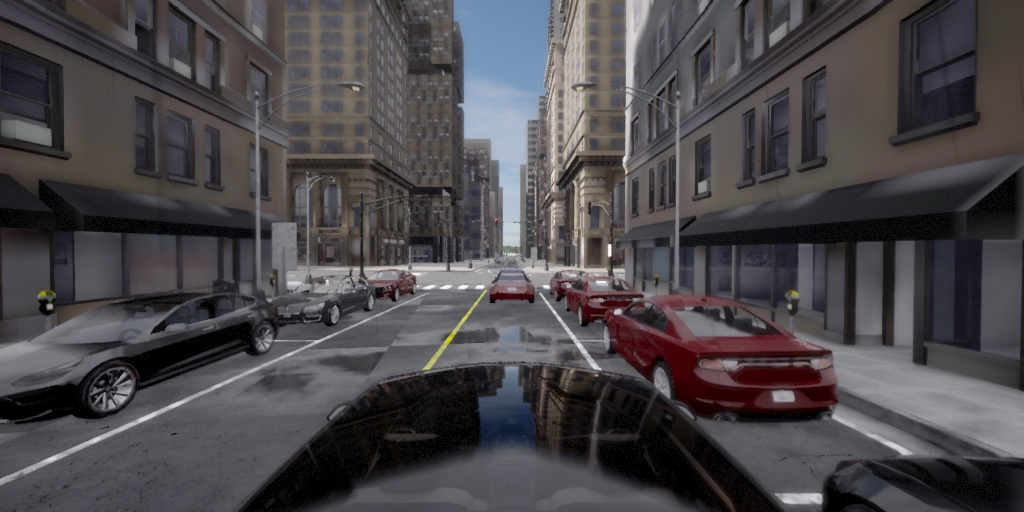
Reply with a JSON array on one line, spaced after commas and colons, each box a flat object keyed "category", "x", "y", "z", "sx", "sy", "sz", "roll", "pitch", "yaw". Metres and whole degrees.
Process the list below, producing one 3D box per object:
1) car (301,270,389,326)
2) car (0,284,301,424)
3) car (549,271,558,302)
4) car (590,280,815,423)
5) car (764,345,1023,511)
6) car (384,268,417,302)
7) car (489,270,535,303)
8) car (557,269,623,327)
[{"category": "car", "x": -5.763, "y": 1.295, "z": 11.373, "sx": 2.007, "sy": 1.370, "sz": 4.403, "roll": 0, "pitch": 0, "yaw": 0}, {"category": "car", "x": -5.764, "y": 1.311, "z": 5.868, "sx": 1.948, "sy": 1.339, "sz": 4.313, "roll": 0, "pitch": 0, "yaw": 0}, {"category": "car", "x": 2.762, "y": 1.289, "z": 16.878, "sx": 1.888, "sy": 1.381, "sz": 4.507, "roll": 0, "pitch": 0, "yaw": 0}, {"category": "car", "x": 2.762, "y": 1.291, "z": 5.867, "sx": 1.888, "sy": 1.381, "sz": 4.507, "roll": 0, "pitch": 0, "yaw": 0}, {"category": "car", "x": 2.762, "y": 1.313, "z": 0.363, "sx": 1.948, "sy": 1.339, "sz": 4.313, "roll": 0, "pitch": 0, "yaw": 0}, {"category": "car", "x": -5.763, "y": 1.289, "z": 16.878, "sx": 1.888, "sy": 1.381, "sz": 4.507, "roll": 0, "pitch": 0, "yaw": 0}, {"category": "car", "x": 0.000, "y": 1.317, "z": 16.502, "sx": 1.994, "sy": 1.385, "sz": 4.181, "roll": 0, "pitch": 0, "yaw": 0}, {"category": "car", "x": 2.762, "y": 1.290, "z": 11.373, "sx": 1.888, "sy": 1.381, "sz": 4.507, "roll": 0, "pitch": 0, "yaw": 0}]
